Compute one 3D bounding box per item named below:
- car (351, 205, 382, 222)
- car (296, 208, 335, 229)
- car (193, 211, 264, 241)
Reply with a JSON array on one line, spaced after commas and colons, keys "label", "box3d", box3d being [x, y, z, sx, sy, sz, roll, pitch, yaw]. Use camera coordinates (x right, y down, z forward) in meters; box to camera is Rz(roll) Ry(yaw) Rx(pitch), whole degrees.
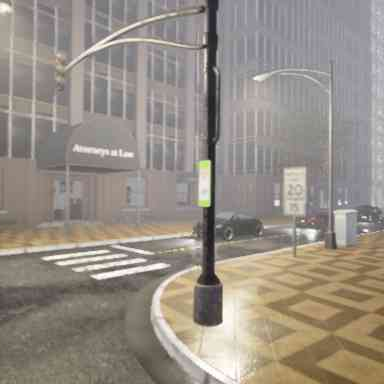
[{"label": "car", "box3d": [16.601, 2.023, 31.811, 4.892, 1.490, 1.837, 1, -1, -43]}, {"label": "car", "box3d": [9.250, 1.903, 24.801, 4.181, 1.385, 1.994, 1, -1, -44]}, {"label": "car", "box3d": [2.019, 1.734, 17.879, 4.181, 1.385, 1.994, 1, -1, -44]}]
